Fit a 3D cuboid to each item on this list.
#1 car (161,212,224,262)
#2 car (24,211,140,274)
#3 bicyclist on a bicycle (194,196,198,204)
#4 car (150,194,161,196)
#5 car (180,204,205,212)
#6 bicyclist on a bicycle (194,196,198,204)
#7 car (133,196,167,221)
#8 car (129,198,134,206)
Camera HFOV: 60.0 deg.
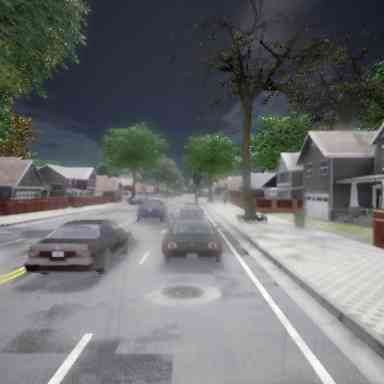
[{"bbox_3d":[0.033,1.623,12.113,1.895,1.301,4.718,0,0,0],"label":"car"},{"bbox_3d":[-3.230,1.566,10.592,2.033,1.411,5.357,0,0,1],"label":"car"},{"bbox_3d":[0.852,1.631,64.084,0.659,1.776,1.843,0,0,0],"label":"bicyclist on a bicycle"},{"bbox_3d":[-6.579,1.450,58.859,2.150,2.045,5.566,0,0,1],"label":"car"},{"bbox_3d":[0.010,1.607,25.560,2.033,1.411,5.357,0,0,1],"label":"car"},{"bbox_3d":[0.842,1.755,73.085,0.866,1.612,1.509,0,0,0],"label":"bicyclist on a bicycle"},{"bbox_3d":[-3.223,1.417,27.644,2.097,1.767,4.553,0,0,0],"label":"car"},{"bbox_3d":[-9.824,1.776,58.835,2.033,1.411,5.357,0,0,1],"label":"car"}]
